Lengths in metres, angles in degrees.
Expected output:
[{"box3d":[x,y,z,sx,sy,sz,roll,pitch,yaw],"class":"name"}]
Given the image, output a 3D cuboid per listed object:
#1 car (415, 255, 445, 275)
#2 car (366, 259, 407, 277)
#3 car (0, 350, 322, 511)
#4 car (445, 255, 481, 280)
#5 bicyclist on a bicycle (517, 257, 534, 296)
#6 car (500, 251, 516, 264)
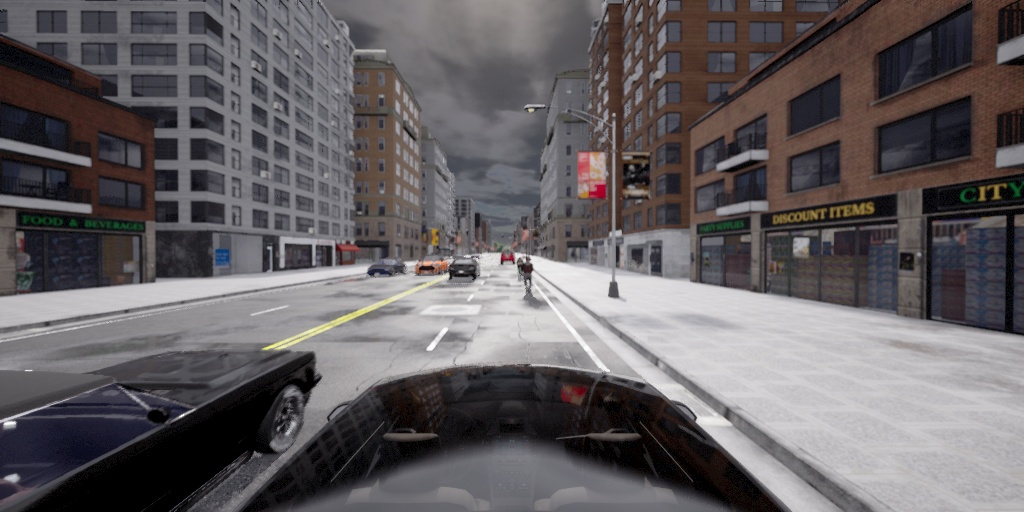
[{"box3d":[-6.970,0.703,31.260,2.097,1.767,4.553,0,1,-1],"class":"car"},{"box3d":[-10.201,0.921,29.696,2.033,1.411,5.357,0,1,-1],"class":"car"},{"box3d":[-3.152,1.346,2.091,1.895,1.301,4.718,0,1,-1],"class":"car"},{"box3d":[-3.463,0.890,26.688,1.882,1.535,5.008,0,1,-1],"class":"car"},{"box3d":[0.708,0.920,16.506,0.659,1.776,1.843,0,1,-1],"class":"bicyclist on a bicycle"},{"box3d":[-0.631,0.228,56.386,2.150,2.045,5.566,0,0,2],"class":"car"}]
